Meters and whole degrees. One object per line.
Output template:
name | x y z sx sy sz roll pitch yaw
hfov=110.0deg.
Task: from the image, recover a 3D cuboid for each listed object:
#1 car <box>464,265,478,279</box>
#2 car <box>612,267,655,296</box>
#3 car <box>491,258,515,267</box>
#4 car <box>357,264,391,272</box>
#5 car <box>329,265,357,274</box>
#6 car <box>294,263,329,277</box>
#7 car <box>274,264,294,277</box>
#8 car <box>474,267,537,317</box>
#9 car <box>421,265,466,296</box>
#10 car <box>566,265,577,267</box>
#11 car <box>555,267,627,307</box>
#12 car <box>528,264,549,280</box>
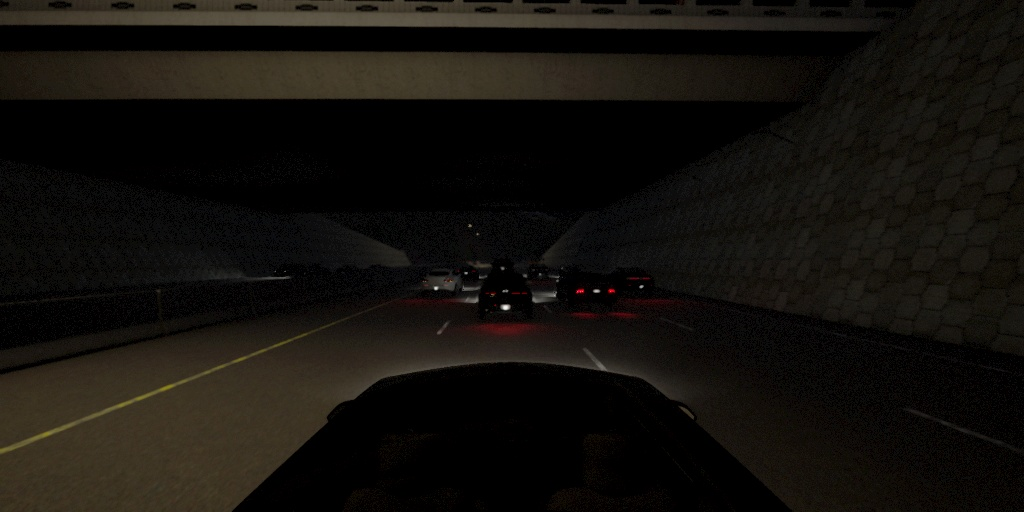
car | -4.443 1.618 36.161 1.994 1.385 4.181 0 0 -2
car | 6.541 1.398 20.757 2.128 1.511 4.902 0 -1 -2
car | -0.914 1.264 35.262 2.150 2.045 5.566 0 0 -2
car | -15.281 1.654 40.772 2.033 1.411 5.357 0 -1 -2
car | -18.796 1.679 41.377 1.994 1.385 4.181 0 -1 -2
car | -22.280 1.639 40.744 1.812 1.442 4.674 0 -1 -2
car | -25.820 1.635 42.160 1.837 1.490 4.892 0 -1 -2
car | -0.262 1.362 13.715 1.837 1.490 4.892 0 0 -1
car | -3.971 1.445 20.695 1.812 1.442 4.674 0 -1 -2
car | 6.052 1.609 36.494 1.994 1.385 4.181 0 -1 -2
car | 3.172 1.421 16.280 2.033 1.411 5.357 0 0 -2
car | 2.564 1.536 36.010 2.128 1.511 4.902 0 0 -2
